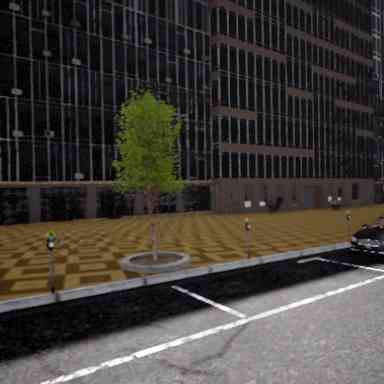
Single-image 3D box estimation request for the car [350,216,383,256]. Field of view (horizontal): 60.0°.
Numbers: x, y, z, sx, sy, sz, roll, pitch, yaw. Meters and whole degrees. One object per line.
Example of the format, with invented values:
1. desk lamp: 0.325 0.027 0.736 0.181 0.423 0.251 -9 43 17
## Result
1. car: 7.367 1.486 11.820 4.403 1.369 2.008 0 -1 -35
